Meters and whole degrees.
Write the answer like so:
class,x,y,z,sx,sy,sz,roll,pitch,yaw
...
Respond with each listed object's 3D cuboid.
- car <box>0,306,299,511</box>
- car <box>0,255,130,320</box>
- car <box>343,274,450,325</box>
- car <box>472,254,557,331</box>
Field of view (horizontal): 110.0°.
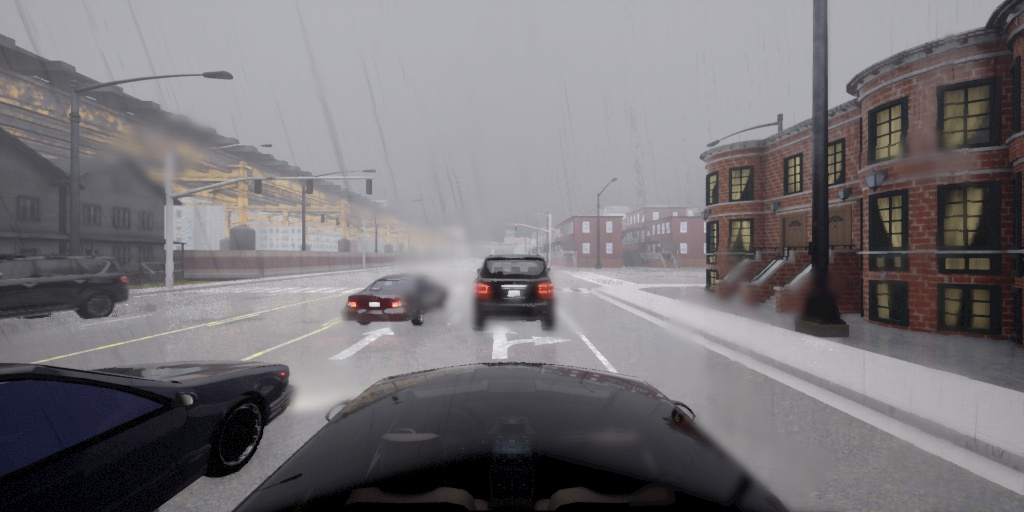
class,x,y,z,sx,sy,sz,roll,pitch,yaw
car,-3.388,1.297,1.685,2.033,1.411,5.357,0,0,-1
car,-14.076,0.974,9.803,2.150,2.045,5.566,0,0,0
car,-3.443,1.297,11.757,2.033,1.411,5.357,0,0,2
car,0.082,0.971,11.076,2.150,2.045,5.566,0,0,0
